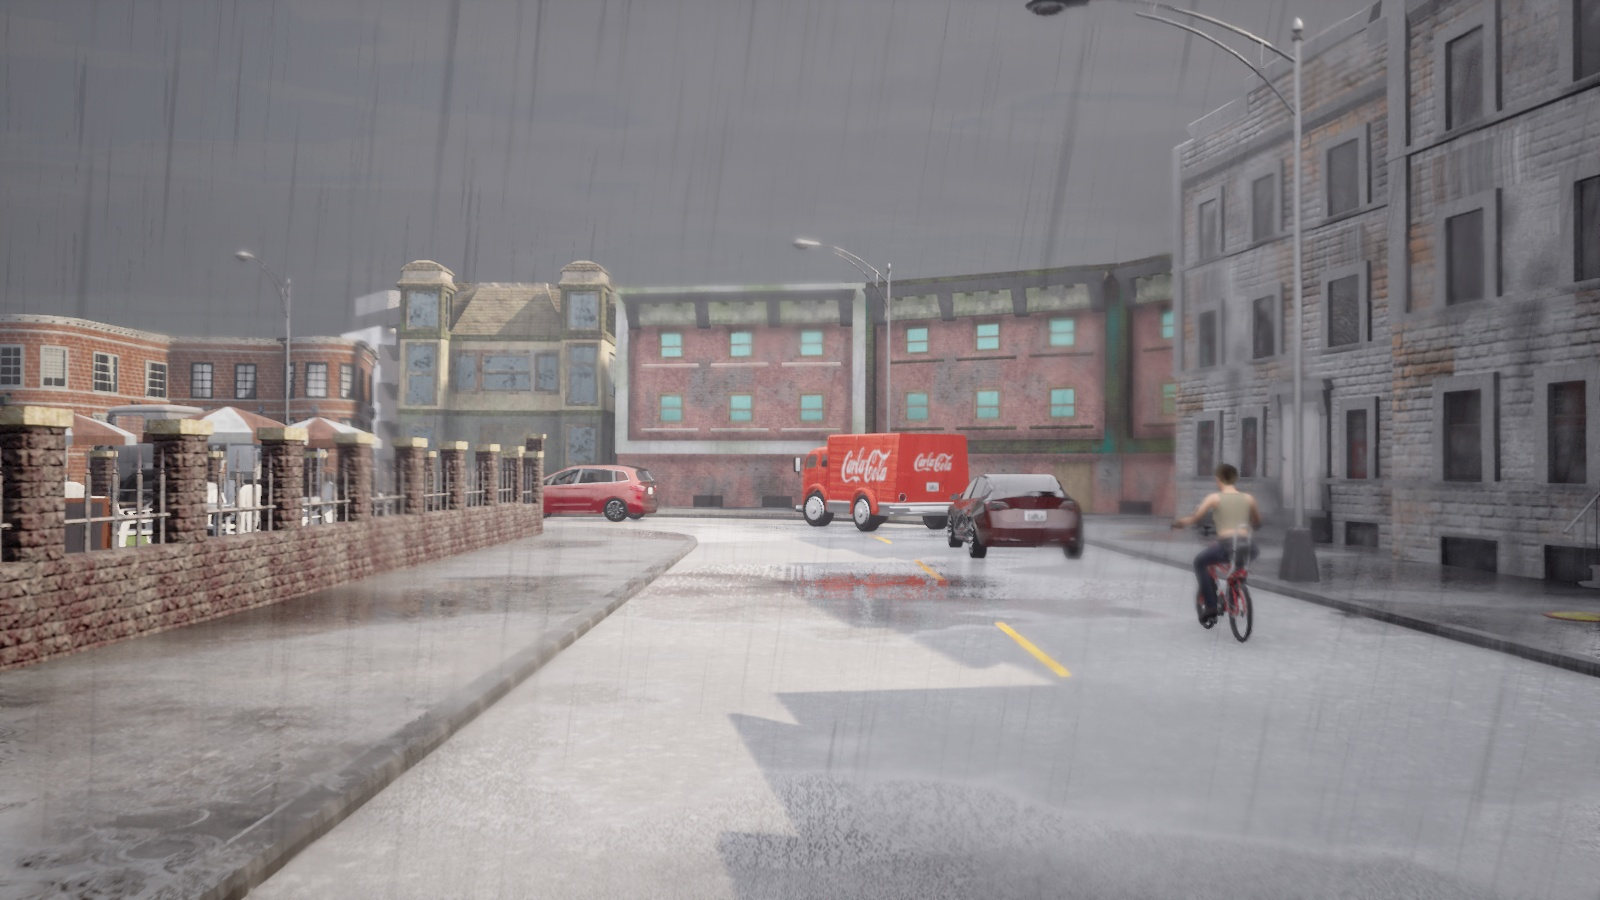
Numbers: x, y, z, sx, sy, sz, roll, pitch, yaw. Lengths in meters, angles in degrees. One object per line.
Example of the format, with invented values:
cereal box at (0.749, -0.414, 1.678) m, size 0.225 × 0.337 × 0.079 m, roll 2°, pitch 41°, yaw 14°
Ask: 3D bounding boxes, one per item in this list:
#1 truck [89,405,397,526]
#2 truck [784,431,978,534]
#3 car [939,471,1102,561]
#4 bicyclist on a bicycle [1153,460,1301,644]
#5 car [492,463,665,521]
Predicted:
truck at (-16.513, 0.455, 37.636) m, size 7.936 × 3.462 × 2.891 m, roll 0°, pitch -1°, yaw -1°
truck at (2.007, 0.809, 32.973) m, size 2.627 × 2.467 × 5.204 m, roll 0°, pitch -1°, yaw -30°
car at (3.944, 1.144, 23.387) m, size 2.163 × 1.488 × 4.792 m, roll 0°, pitch -1°, yaw 0°
bicyclist on a bicycle at (3.966, 0.908, 11.794) m, size 0.866 × 1.612 × 1.509 m, roll 0°, pitch -1°, yaw 0°
car at (-6.567, 1.241, 37.474) m, size 4.611 × 1.667 × 2.242 m, roll 0°, pitch -1°, yaw 9°
